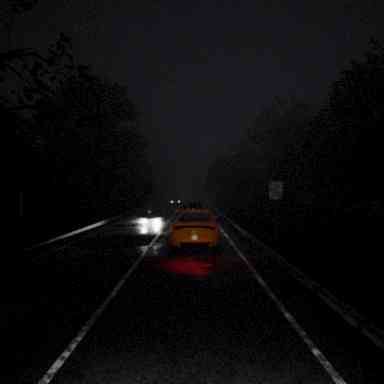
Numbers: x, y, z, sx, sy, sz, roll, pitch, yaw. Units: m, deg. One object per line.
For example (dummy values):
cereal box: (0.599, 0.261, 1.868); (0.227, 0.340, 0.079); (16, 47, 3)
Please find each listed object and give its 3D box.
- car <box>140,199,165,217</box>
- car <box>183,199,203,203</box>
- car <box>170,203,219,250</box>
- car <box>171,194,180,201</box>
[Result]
car: (-3.596, 1.433, 30.653); (2.128, 1.511, 4.902); (0, 0, 0)
car: (0.100, 1.405, 33.329); (1.882, 1.535, 5.008); (0, 0, 0)
car: (0.095, 1.473, 14.371); (1.882, 1.535, 5.008); (0, 0, 0)
car: (-3.496, 1.142, 71.831); (1.837, 1.490, 4.892); (0, 0, 0)
